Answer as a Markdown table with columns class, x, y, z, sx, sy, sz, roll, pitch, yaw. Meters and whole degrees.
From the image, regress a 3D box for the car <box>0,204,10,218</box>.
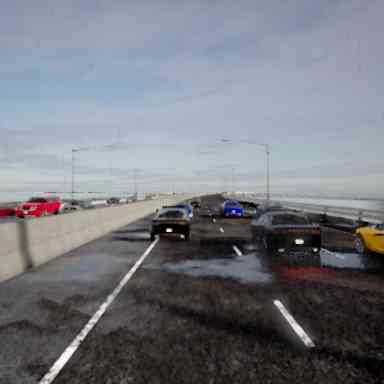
| class | x | y | z | sx | sy | sz | roll | pitch | yaw |
| --- | --- | --- | --- | --- | --- | --- | --- | --- | --- |
| car | -17.432 | 1.735 | 29.483 | 1.895 | 1.301 | 4.718 | 0 | 0 | 1 |

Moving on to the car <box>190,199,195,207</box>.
| class | x | y | z | sx | sy | sz | roll | pitch | yaw |
| --- | --- | --- | --- | --- | --- | --- | --- | --- | --- |
| car | -0.914 | 1.603 | 27.165 | 1.882 | 1.535 | 5.008 | 0 | 0 | 1 |

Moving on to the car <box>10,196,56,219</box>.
| class | x | y | z | sx | sy | sz | roll | pitch | yaw |
| --- | --- | --- | --- | --- | --- | --- | --- | --- | --- |
| car | -13.917 | 1.361 | 30.664 | 2.150 | 2.045 | 5.566 | 0 | 0 | 1 |

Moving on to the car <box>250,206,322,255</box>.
| class | x | y | z | sx | sy | sz | roll | pitch | yaw |
| --- | --- | --- | --- | --- | --- | --- | --- | --- | --- |
| car | 3.641 | 1.544 | 13.702 | 1.882 | 1.535 | 5.008 | 0 | 0 | 0 |

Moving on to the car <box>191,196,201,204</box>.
| class | x | y | z | sx | sy | sz | roll | pitch | yaw |
| --- | --- | --- | --- | --- | --- | --- | --- | --- | --- |
| car | 0.854 | 1.645 | 68.981 | 2.128 | 1.511 | 4.902 | 0 | 0 | 2 |

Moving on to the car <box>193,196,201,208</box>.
| class | x | y | z | sx | sy | sz | roll | pitch | yaw |
| --- | --- | --- | --- | --- | --- | --- | --- | --- | --- |
| car | 0.481 | 1.716 | 51.836 | 2.128 | 1.511 | 4.902 | 0 | 0 | 1 |

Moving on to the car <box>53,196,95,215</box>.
| class | x | y | z | sx | sy | sz | roll | pitch | yaw |
| --- | --- | --- | --- | --- | --- | --- | --- | --- | --- |
| car | -10.419 | 1.490 | 30.373 | 2.097 | 1.767 | 4.553 | 0 | 0 | 1 |

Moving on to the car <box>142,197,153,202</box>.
| class | x | y | z | sx | sy | sz | roll | pitch | yaw |
| --- | --- | --- | --- | --- | --- | --- | --- | --- | --- |
| car | -9.542 | 1.819 | 72.584 | 2.033 | 1.411 | 5.357 | 0 | 0 | 1 |

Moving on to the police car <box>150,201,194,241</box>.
| class | x | y | z | sx | sy | sz | roll | pitch | yaw |
| --- | --- | --- | --- | --- | --- | --- | --- | --- | --- |
| police car | -0.994 | 1.507 | 17.290 | 1.930 | 1.638 | 5.238 | 0 | 0 | 0 |

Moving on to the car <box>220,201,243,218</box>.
| class | x | y | z | sx | sy | sz | roll | pitch | yaw |
| --- | --- | --- | --- | --- | --- | --- | --- | --- | --- |
| car | 3.802 | 1.626 | 32.627 | 1.882 | 1.535 | 5.008 | 0 | 0 | 1 |

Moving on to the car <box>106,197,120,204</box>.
| class | x | y | z | sx | sy | sz | roll | pitch | yaw |
| --- | --- | --- | --- | --- | --- | --- | --- | --- | --- |
| car | -16.608 | 1.763 | 70.138 | 1.882 | 1.535 | 5.008 | 0 | 0 | 1 |

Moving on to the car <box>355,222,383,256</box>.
| class | x | y | z | sx | sy | sz | roll | pitch | yaw |
| --- | --- | --- | --- | --- | --- | --- | --- | --- | --- |
| car | 7.127 | 1.530 | 10.695 | 1.882 | 1.535 | 5.008 | 0 | 0 | 0 |

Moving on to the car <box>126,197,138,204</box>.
| class | x | y | z | sx | sy | sz | roll | pitch | yaw |
| --- | --- | --- | --- | --- | --- | --- | --- | --- | --- |
| car | -13.040 | 1.805 | 72.681 | 2.128 | 1.511 | 4.902 | 0 | 0 | 1 |

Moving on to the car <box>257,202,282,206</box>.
| class | x | y | z | sx | sy | sz | roll | pitch | yaw |
| --- | --- | --- | --- | --- | --- | --- | --- | --- | --- |
| car | 7.283 | 1.633 | 31.042 | 2.128 | 1.511 | 4.902 | 0 | 0 | 1 |
